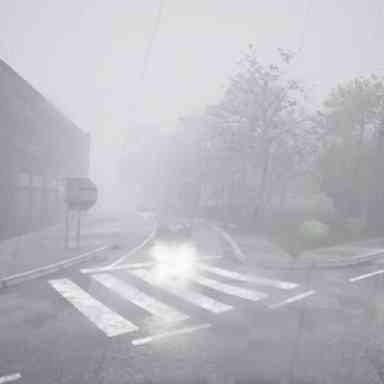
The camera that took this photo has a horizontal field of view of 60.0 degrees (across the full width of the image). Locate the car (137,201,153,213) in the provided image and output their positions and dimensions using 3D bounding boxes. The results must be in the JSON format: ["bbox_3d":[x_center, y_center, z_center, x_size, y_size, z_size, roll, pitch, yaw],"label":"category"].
[{"bbox_3d":[-5.598,1.882,41.714,1.994,1.385,4.181,2,-1,-21],"label":"car"}]

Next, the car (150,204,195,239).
[{"bbox_3d":[-0.961,1.637,18.653,2.128,1.511,4.902,2,0,-3],"label":"car"}]

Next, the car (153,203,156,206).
[{"bbox_3d":[-2.001,1.770,28.676,1.994,1.385,4.181,2,-1,-11],"label":"car"}]
